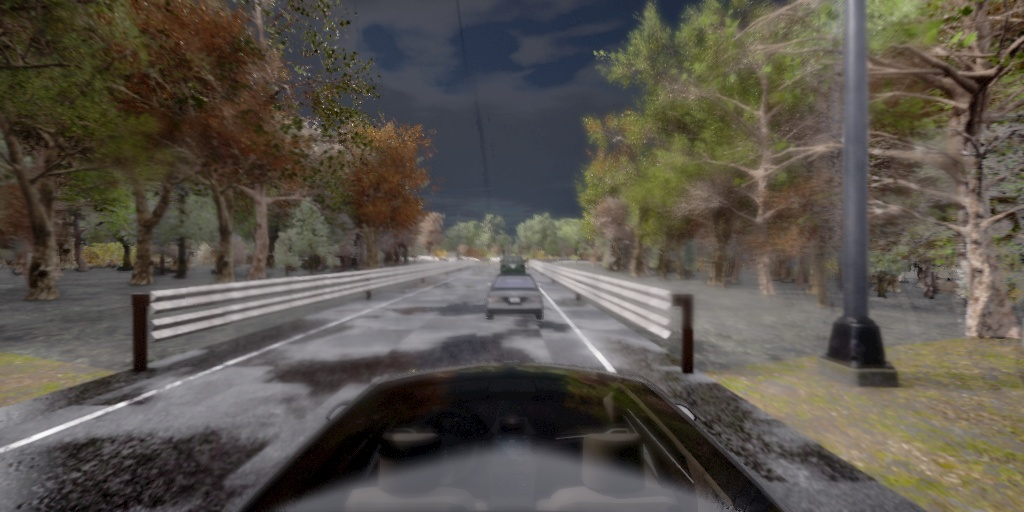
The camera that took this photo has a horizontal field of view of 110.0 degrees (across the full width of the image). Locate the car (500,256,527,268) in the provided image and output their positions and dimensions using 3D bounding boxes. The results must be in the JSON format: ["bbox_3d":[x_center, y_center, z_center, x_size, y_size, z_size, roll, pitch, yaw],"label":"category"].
[{"bbox_3d":[0.107,1.004,31.827,2.150,2.045,5.566,0,0,0],"label":"car"}]

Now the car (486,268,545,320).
[{"bbox_3d":[0.097,1.310,12.733,2.033,1.411,5.357,0,0,0],"label":"car"}]
